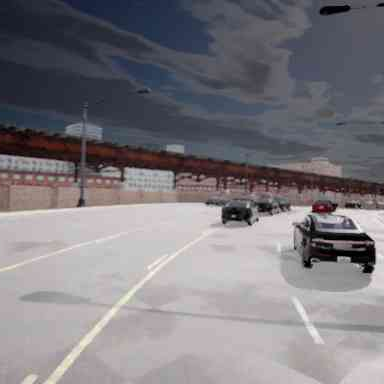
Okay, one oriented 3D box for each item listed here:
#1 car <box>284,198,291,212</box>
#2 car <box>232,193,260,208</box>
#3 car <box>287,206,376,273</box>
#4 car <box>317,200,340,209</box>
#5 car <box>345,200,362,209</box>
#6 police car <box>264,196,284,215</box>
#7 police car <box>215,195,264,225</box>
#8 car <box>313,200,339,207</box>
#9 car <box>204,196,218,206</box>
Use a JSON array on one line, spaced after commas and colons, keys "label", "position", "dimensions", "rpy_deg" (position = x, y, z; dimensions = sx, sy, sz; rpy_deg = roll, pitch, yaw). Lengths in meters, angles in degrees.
[{"label": "car", "position": [9.552, 1.351, 36.497], "dimensions": [1.837, 1.490, 4.892], "rpy_deg": [2, 0, 28]}, {"label": "car", "position": [7.202, 1.141, 44.258], "dimensions": [2.097, 1.767, 4.553], "rpy_deg": [1, 0, 31]}, {"label": "car", "position": [4.412, 1.473, 10.809], "dimensions": [2.128, 1.511, 4.902], "rpy_deg": [1, 1, 13]}, {"label": "car", "position": [21.787, 1.986, 52.985], "dimensions": [1.994, 1.385, 4.181], "rpy_deg": [1, -2, 42]}, {"label": "car", "position": [30.178, 2.377, 62.116], "dimensions": [4.892, 1.490, 1.837], "rpy_deg": [4, -2, -44]}, {"label": "police car", "position": [7.021, 1.243, 31.438], "dimensions": [1.930, 1.638, 5.238], "rpy_deg": [2, 1, 25]}, {"label": "police car", "position": [3.377, 1.247, 22.554], "dimensions": [1.930, 1.638, 5.238], "rpy_deg": [2, 1, 20]}, {"label": "car", "position": [13.738, 1.514, 34.469], "dimensions": [1.994, 1.385, 4.181], "rpy_deg": [1, 0, 29]}, {"label": "car", "position": [3.598, 1.237, 45.103], "dimensions": [2.033, 1.411, 5.357], "rpy_deg": [1, 0, 31]}]
